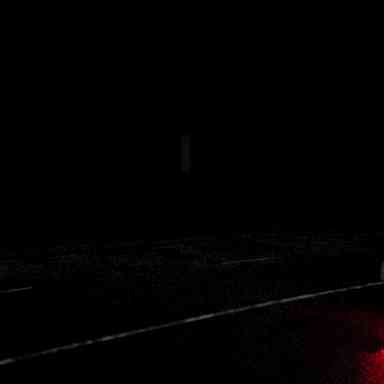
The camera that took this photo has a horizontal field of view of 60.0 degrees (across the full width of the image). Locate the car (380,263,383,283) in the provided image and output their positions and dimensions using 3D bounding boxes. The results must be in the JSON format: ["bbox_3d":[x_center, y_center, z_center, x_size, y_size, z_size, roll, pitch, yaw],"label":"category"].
[{"bbox_3d":[6.217,1.604,6.679,4.718,1.301,1.895,0,0,-23],"label":"car"}]
